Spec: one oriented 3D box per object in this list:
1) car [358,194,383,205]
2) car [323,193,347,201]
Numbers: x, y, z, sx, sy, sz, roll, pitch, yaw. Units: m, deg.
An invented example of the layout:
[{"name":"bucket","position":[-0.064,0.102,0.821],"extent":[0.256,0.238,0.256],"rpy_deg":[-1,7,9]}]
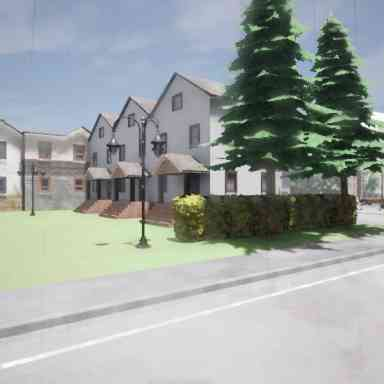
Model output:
[{"name":"car","position":[27.218,1.089,49.224],"extent":[1.932,1.855,4.605],"rpy_deg":[0,0,-36]},{"name":"car","position":[32.092,1.086,74.676],"extent":[1.932,1.855,4.605],"rpy_deg":[0,0,-36]}]
